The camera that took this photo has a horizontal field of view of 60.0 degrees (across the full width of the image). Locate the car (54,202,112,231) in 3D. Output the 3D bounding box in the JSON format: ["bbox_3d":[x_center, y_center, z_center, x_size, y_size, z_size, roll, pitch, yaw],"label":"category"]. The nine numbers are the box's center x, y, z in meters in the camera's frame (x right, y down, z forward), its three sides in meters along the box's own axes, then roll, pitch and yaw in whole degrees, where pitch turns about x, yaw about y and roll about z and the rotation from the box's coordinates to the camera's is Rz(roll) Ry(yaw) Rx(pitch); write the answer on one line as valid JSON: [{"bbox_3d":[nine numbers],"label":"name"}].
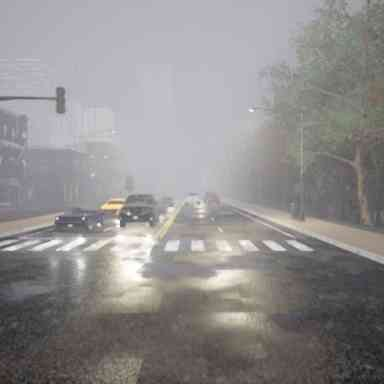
[{"bbox_3d":[-6.602,1.506,20.251,1.895,1.301,4.718,0,0,0],"label":"car"}]

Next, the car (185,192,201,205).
[{"bbox_3d":[0.117,0.981,51.226,2.150,2.045,5.566,0,0,0],"label":"car"}]

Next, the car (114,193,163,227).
[{"bbox_3d":[-3.357,1.118,22.101,2.150,2.045,5.566,0,0,-1],"label":"car"}]

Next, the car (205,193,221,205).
[{"bbox_3d":[3.365,1.264,51.311,1.837,1.490,4.892,0,0,0],"label":"car"}]

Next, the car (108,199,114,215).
[{"bbox_3d":[-6.591,1.340,29.381,1.882,1.535,5.008,0,0,0],"label":"car"}]

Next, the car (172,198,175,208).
[{"bbox_3d":[-3.316,1.320,43.991,1.812,1.442,4.674,0,1,1],"label":"car"}]

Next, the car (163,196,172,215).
[{"bbox_3d":[-3.343,1.395,32.676,2.033,1.411,5.357,0,0,0],"label":"car"}]

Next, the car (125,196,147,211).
[{"bbox_3d":[-6.578,1.320,39.486,1.837,1.490,4.892,0,0,0],"label":"car"}]

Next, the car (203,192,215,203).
[{"bbox_3d":[3.268,0.930,61.772,2.150,2.045,5.566,0,0,0],"label":"car"}]
